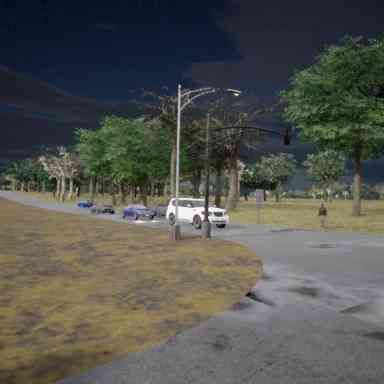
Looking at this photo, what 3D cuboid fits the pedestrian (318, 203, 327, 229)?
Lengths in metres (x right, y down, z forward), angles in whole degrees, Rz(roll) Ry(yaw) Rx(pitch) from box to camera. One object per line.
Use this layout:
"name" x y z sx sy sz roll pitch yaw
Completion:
"pedestrian" 9.323 1.717 23.842 0.375 1.860 0.375 1 -1 -34

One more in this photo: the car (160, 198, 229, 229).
"car" 0.244 1.458 23.765 2.150 2.045 5.566 3 -2 -34

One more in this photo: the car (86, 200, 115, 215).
"car" -10.885 2.014 40.437 1.994 1.385 4.181 3 -2 -34

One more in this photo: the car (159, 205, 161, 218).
"car" -3.587 2.083 36.139 1.994 1.385 4.181 3 -2 -34

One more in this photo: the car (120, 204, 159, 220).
"car" -5.347 1.885 32.155 1.812 1.442 4.674 3 -2 -34

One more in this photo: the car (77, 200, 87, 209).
"car" -19.119 2.205 59.433 1.882 1.535 5.008 3 -2 -34
